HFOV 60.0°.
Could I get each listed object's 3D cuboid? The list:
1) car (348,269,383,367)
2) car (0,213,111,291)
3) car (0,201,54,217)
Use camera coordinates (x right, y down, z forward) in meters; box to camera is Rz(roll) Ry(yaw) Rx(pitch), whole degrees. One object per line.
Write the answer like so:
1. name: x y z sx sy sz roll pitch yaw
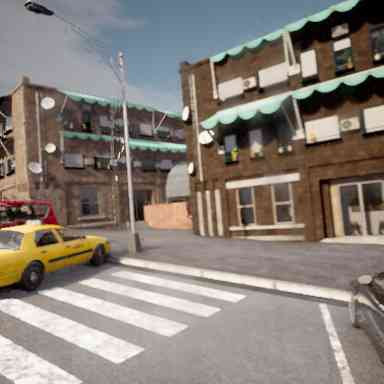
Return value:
1. car: 3.132 1.523 3.875 2.002 1.452 4.674 0 -1 16
2. car: -4.196 1.556 9.307 1.946 1.575 5.366 0 -1 15
3. car: -6.723 1.329 10.846 2.435 2.045 5.566 0 -1 15
